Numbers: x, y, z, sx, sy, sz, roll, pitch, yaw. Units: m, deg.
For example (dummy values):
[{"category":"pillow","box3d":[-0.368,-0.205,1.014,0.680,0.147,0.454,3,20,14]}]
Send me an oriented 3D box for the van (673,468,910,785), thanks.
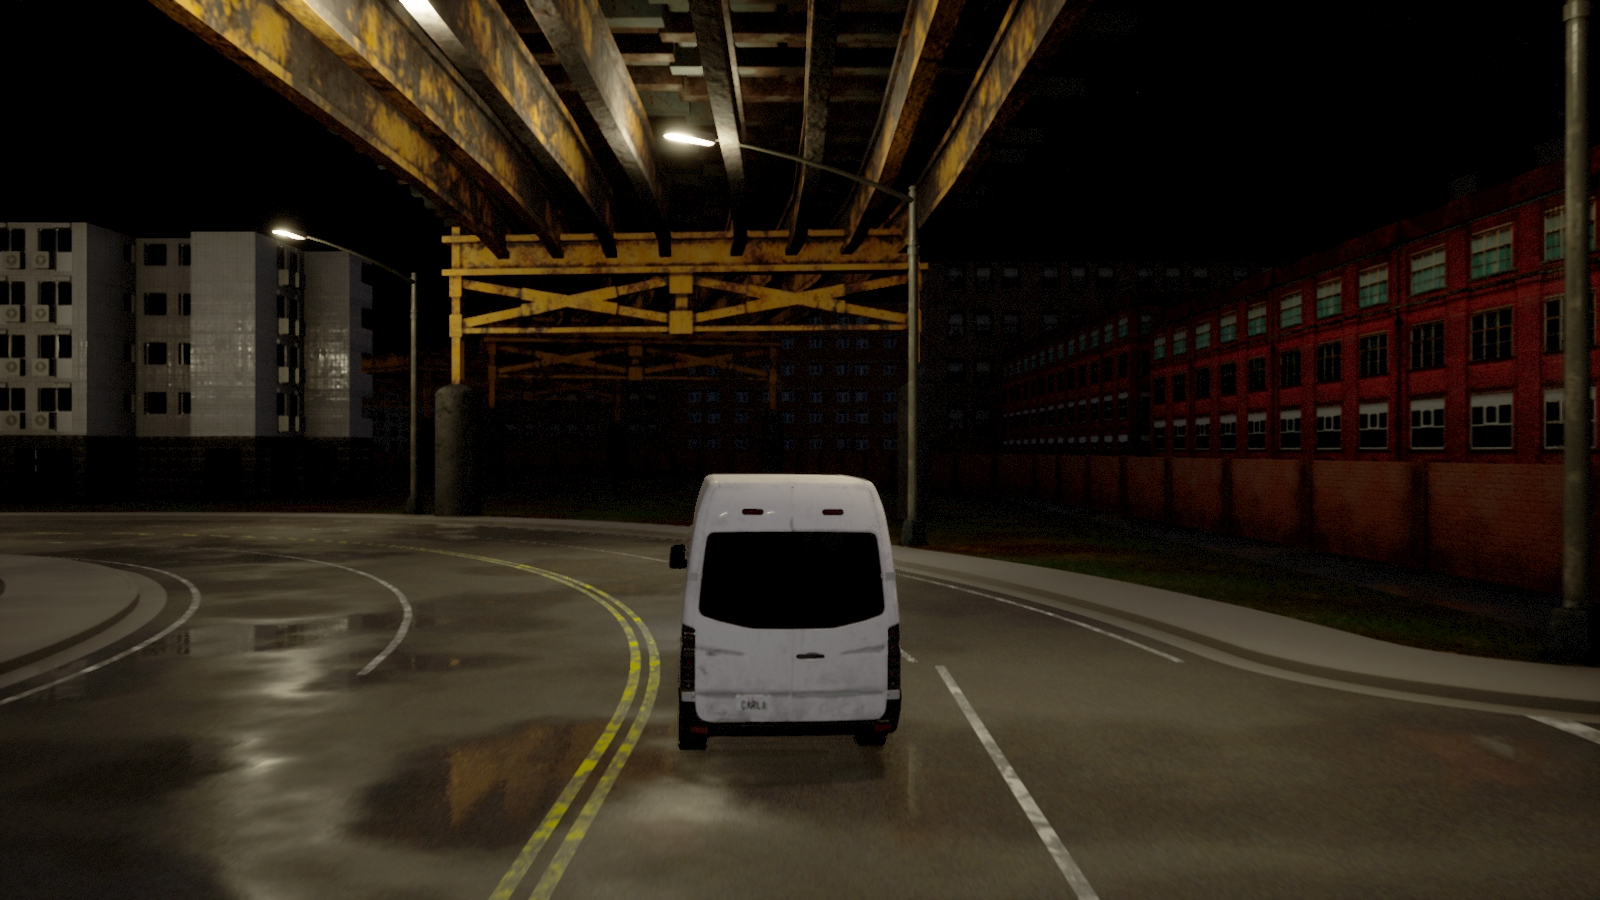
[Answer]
[{"category":"van","box3d":[-0.320,1.533,12.606,1.988,2.561,5.915,1,0,-5]}]
